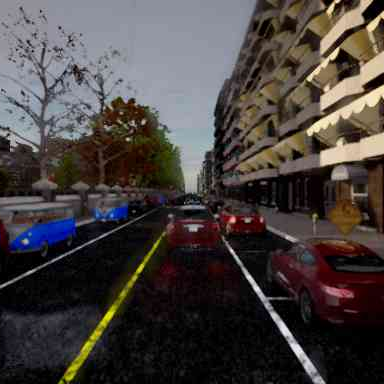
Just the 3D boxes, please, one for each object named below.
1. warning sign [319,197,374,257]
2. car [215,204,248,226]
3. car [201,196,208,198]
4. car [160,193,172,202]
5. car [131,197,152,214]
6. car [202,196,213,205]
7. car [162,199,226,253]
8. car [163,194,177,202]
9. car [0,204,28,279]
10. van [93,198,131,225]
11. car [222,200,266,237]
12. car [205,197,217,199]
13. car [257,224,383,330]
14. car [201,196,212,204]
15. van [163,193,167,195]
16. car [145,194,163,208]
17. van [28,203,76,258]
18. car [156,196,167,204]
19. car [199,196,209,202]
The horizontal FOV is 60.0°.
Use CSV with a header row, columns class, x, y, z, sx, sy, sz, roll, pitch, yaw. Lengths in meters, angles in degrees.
class,x,y,z,sx,sy,sz,roll,pitch,yaw
warning sign,5.067,1.101,11.006,1.300,1.860,1.060,0,0,0
car,2.687,1.550,23.575,1.802,1.307,4.206,0,0,0
car,2.684,1.383,46.095,1.967,1.590,4.097,0,0,0
car,-5.701,1.247,74.248,2.192,1.841,5.009,0,0,0
car,-5.695,1.519,34.834,1.947,1.339,4.313,0,0,0
car,2.682,1.462,57.526,1.752,1.417,4.829,0,0,0
car,0.066,1.332,13.790,2.097,1.767,4.553,0,0,0
car,-3.083,1.503,52.132,1.994,1.385,4.181,0,0,0
car,-5.691,1.306,6.681,2.192,1.841,5.009,0,0,0
van,-5.694,1.308,23.573,1.690,1.788,3.998,0,0,0
car,2.688,1.416,17.944,1.967,1.590,4.097,0,0,0
car,2.685,1.519,34.836,1.947,1.339,4.313,0,0,0
car,2.690,1.573,6.683,1.802,1.307,4.206,0,0,0
car,2.681,1.517,62.987,1.802,1.307,4.206,0,0,0
van,-5.698,1.277,57.354,1.690,1.788,3.998,0,0,0
car,-5.696,1.257,46.094,2.192,1.841,5.009,0,0,0
van,-5.691,1.324,12.312,1.690,1.788,3.998,0,0,0
car,-5.699,1.516,62.985,1.802,1.307,4.206,0,0,0
car,2.679,1.498,74.249,1.947,1.339,4.313,0,0,0
